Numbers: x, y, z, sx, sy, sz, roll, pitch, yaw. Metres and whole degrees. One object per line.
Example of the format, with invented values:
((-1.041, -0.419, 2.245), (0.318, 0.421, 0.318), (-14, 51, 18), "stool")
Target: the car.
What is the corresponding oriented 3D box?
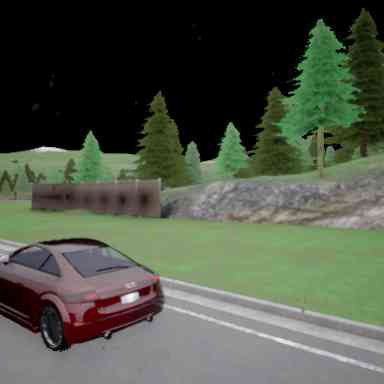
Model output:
((-2.497, 1.580, 6.321), (4.181, 1.385, 1.994), (0, 0, 39), "car")
